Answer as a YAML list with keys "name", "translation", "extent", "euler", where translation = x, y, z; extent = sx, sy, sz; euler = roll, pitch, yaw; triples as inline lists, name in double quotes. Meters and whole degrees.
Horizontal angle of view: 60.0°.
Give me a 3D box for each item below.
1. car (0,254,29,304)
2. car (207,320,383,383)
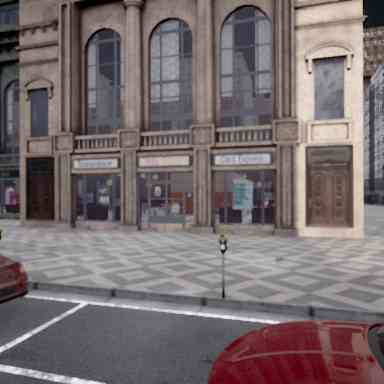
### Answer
- name: "car"
  translation: [-5.184, 1.579, 6.364]
  extent: [4.206, 1.307, 1.802]
  euler: [0, 0, 16]
- name: "car"
  translation: [2.543, 1.478, 2.077]
  extent: [5.008, 1.535, 1.882]
  euler: [0, 0, 14]
